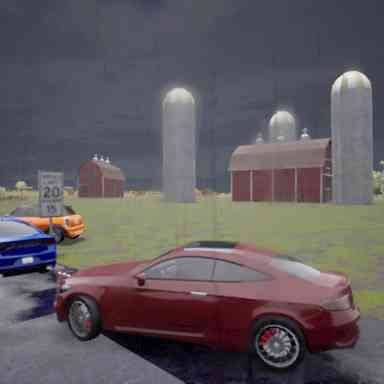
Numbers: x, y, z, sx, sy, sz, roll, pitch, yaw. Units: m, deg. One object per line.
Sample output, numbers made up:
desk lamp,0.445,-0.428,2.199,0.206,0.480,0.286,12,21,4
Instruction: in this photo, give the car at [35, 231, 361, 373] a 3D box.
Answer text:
car,0.093,1.530,5.351,4.674,1.442,1.812,0,0,18

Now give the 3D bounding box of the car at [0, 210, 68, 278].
car,-5.768,1.480,9.603,5.008,1.535,1.882,0,0,42

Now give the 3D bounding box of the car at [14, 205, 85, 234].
car,-7.410,1.368,15.254,4.553,1.767,2.097,0,0,2
